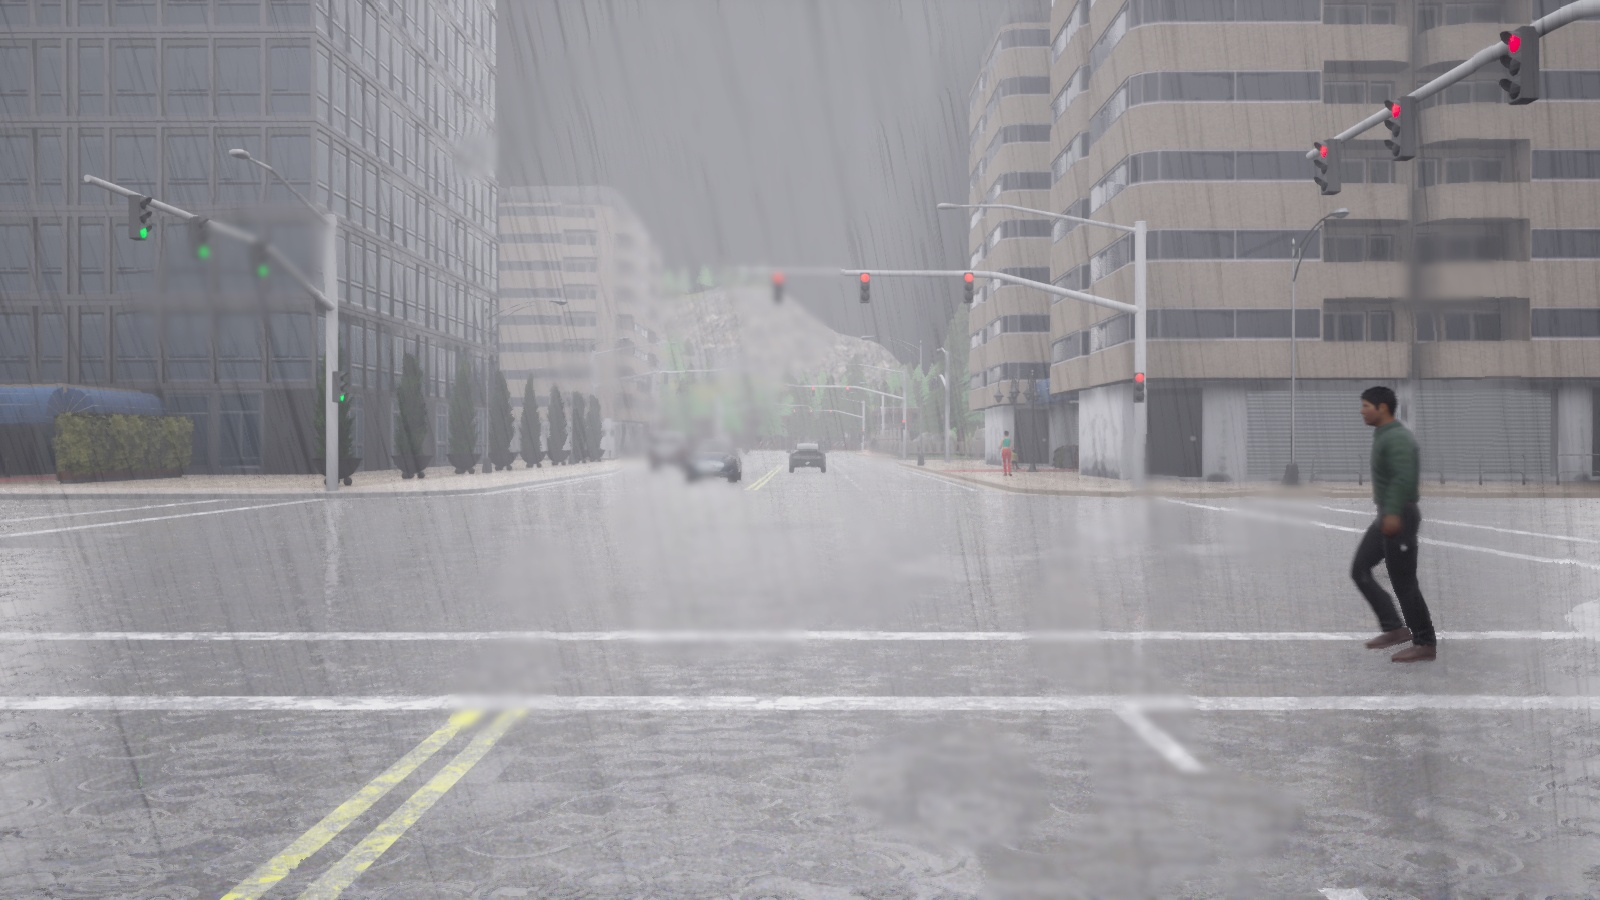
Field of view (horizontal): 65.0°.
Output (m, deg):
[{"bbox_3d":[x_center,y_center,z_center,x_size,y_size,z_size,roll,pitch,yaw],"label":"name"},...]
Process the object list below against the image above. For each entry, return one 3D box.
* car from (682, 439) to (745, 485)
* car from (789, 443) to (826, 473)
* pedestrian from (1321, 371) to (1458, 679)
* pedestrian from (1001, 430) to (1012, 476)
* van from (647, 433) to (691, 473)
[{"bbox_3d":[-3.212,0.405,47.640,2.033,1.649,4.856,0,0,0],"label":"car"},{"bbox_3d":[0.386,0.386,64.780,1.837,1.490,4.892,0,0,0],"label":"car"},{"bbox_3d":[3.875,0.471,8.293,0.788,1.949,0.423,0,0,21],"label":"pedestrian"},{"bbox_3d":[8.283,0.127,50.388,0.345,1.836,0.594,0,0,-2],"label":"pedestrian"},{"bbox_3d":[-6.620,0.134,63.780,1.775,1.987,4.442,0,0,0],"label":"van"}]
